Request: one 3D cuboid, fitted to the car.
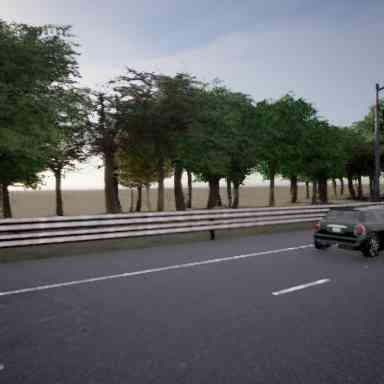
[{"bbox_3d":[6.797,1.340,12.893,4.553,1.767,2.097,0,0,-36],"label":"car"}]
